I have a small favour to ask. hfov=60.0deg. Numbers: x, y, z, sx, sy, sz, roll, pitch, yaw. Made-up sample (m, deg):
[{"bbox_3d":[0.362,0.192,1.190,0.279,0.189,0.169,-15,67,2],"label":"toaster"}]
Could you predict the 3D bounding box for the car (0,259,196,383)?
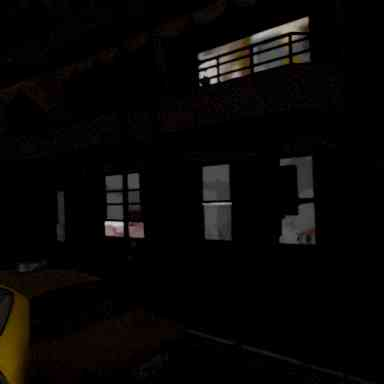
[{"bbox_3d":[-2.242,1.565,4.348,4.829,1.417,1.752,-1,-2,36],"label":"car"}]
